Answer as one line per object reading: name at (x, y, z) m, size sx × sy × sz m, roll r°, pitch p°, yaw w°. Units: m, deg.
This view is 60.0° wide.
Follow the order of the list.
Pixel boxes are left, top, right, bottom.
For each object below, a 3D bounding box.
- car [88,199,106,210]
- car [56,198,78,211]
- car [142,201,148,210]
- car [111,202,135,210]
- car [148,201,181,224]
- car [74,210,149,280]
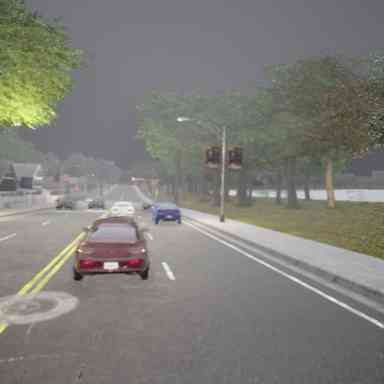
car at (-12.186, 1.564, 42.797) m, size 1.994 × 1.385 × 4.181 m, roll 2°, pitch -1°, yaw -11°
car at (-14.961, 1.441, 40.030) m, size 2.033 × 1.411 × 5.357 m, roll 2°, pitch -1°, yaw -11°
car at (-5.659, 1.787, 44.122) m, size 1.895 × 1.301 × 4.718 m, roll 2°, pitch -1°, yaw -11°
car at (-5.638, 1.519, 27.139) m, size 1.812 × 1.442 × 4.674 m, roll 2°, pitch -1°, yaw -11°
car at (-2.016, 1.549, 25.444) m, size 1.882 × 1.535 × 5.008 m, roll 2°, pitch 0°, yaw -11°
car at (-2.245, 1.483, 9.707) m, size 1.812 × 1.442 × 4.674 m, roll 2°, pitch 0°, yaw -11°
